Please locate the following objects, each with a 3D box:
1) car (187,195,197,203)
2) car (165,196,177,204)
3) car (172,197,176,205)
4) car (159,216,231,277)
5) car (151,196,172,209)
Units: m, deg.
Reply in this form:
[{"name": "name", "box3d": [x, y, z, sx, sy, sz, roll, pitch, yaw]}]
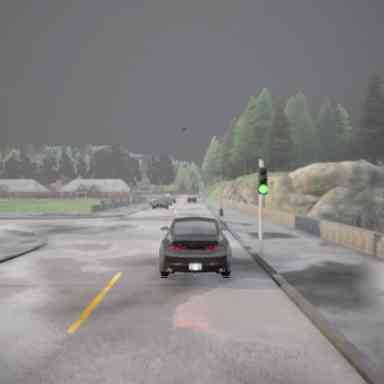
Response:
[{"name": "car", "box3d": [-0.005, 1.413, 64.896, 1.882, 1.535, 5.008, 0, 0, 0]}, {"name": "car", "box3d": [-4.005, 1.537, 63.842, 1.895, 1.301, 4.718, 0, 0, 0]}, {"name": "car", "box3d": [-4.081, 1.451, 53.660, 1.837, 1.490, 4.892, 0, 0, 0]}, {"name": "car", "box3d": [0.084, 1.494, 10.173, 1.837, 1.490, 4.892, 0, 0, 0]}, {"name": "car", "box3d": [-4.098, 1.520, 43.645, 1.994, 1.385, 4.181, 0, 0, 0]}]
